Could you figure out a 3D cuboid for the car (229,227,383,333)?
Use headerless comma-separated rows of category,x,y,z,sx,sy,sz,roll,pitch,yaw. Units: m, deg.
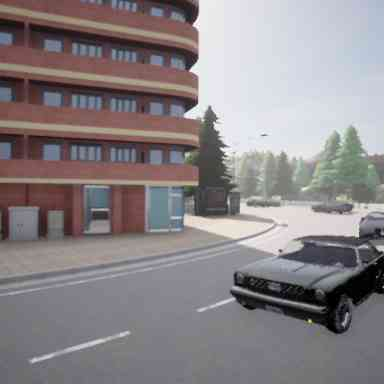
car,2.825,1.661,7.150,1.895,1.301,4.718,0,0,42

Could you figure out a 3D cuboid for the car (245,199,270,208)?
car,11.145,1.921,58.289,1.837,1.490,4.892,0,0,-19

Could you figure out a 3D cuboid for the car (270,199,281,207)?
car,13.995,1.995,60.520,2.033,1.411,5.357,0,0,-19

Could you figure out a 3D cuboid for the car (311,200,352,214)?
car,16.570,1.892,40.486,2.033,1.411,5.357,0,0,-9

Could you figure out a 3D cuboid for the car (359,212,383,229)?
car,9.648,1.724,16.933,1.994,1.385,4.181,0,0,26
